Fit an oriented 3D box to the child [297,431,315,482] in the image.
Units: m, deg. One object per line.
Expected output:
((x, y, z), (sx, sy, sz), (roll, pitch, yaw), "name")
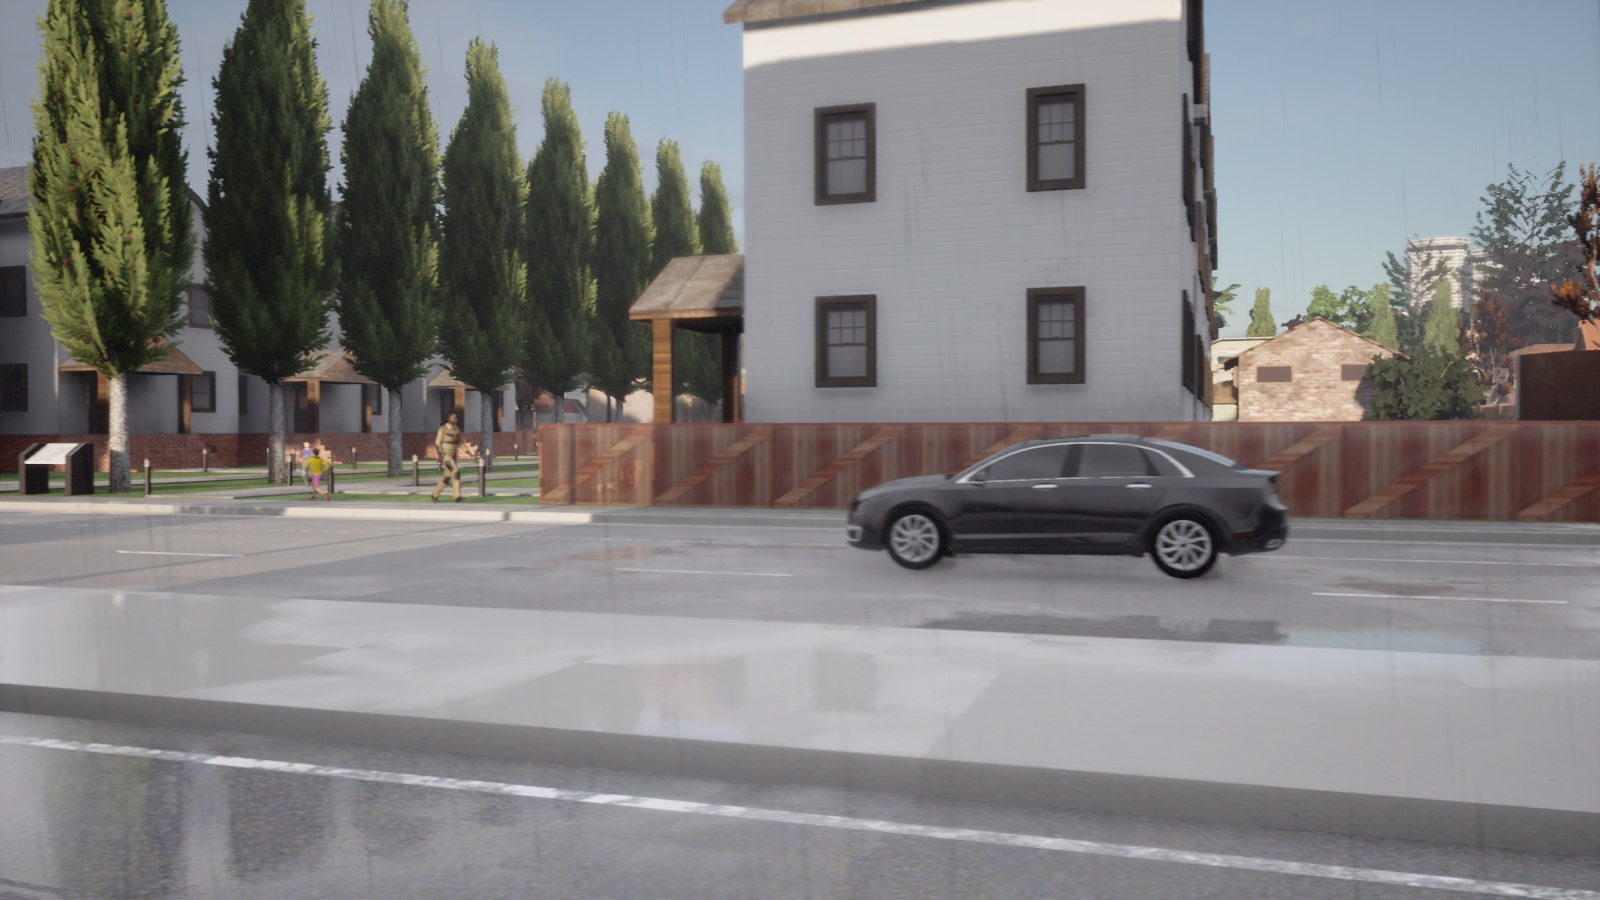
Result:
((-12.263, 0.166, 31.193), (0.270, 1.263, 0.437), (0, 1, 1), "child")

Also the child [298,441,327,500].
((-9.821, 0.411, 25.295), (0.473, 1.160, 0.299), (1, 1, 26), "child")

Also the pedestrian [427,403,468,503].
((-6.903, 0.057, 24.595), (0.692, 1.930, 0.396), (1, 1, 29), "pedestrian")

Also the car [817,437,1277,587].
((2.804, 0.612, 14.383), (4.892, 1.490, 1.837), (1, 1, 19), "car")
